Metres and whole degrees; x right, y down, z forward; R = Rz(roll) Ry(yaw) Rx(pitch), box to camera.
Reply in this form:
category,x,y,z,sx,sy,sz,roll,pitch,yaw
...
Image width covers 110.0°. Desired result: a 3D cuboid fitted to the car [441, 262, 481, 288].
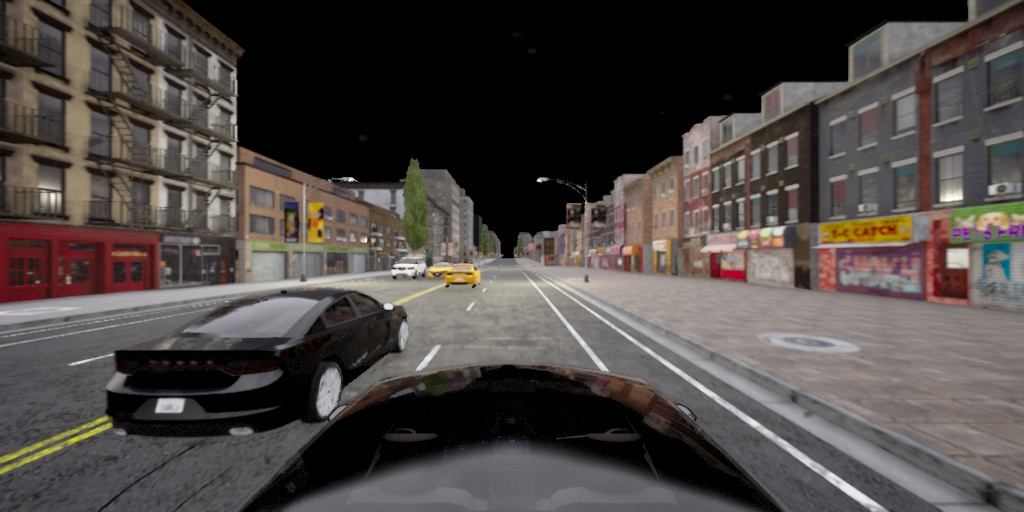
category,x,y,z,sx,sy,sz,roll,pitch,yaw
car,-3.178,1.274,24.038,1.882,1.535,5.008,0,0,0

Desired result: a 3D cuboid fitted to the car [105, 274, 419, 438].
category,x,y,z,sx,sy,sz,roll,pitch,yaw
car,-3.156,1.230,5.786,1.882,1.535,5.008,0,0,0

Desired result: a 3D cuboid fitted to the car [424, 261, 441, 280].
category,x,y,z,sx,sy,sz,roll,pitch,yaw
car,-6.550,1.381,33.882,1.882,1.535,5.008,0,-1,0

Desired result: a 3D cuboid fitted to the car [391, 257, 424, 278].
category,x,y,z,sx,sy,sz,roll,pitch,yaw
car,-9.792,1.128,34.566,2.150,2.045,5.566,0,-1,0
